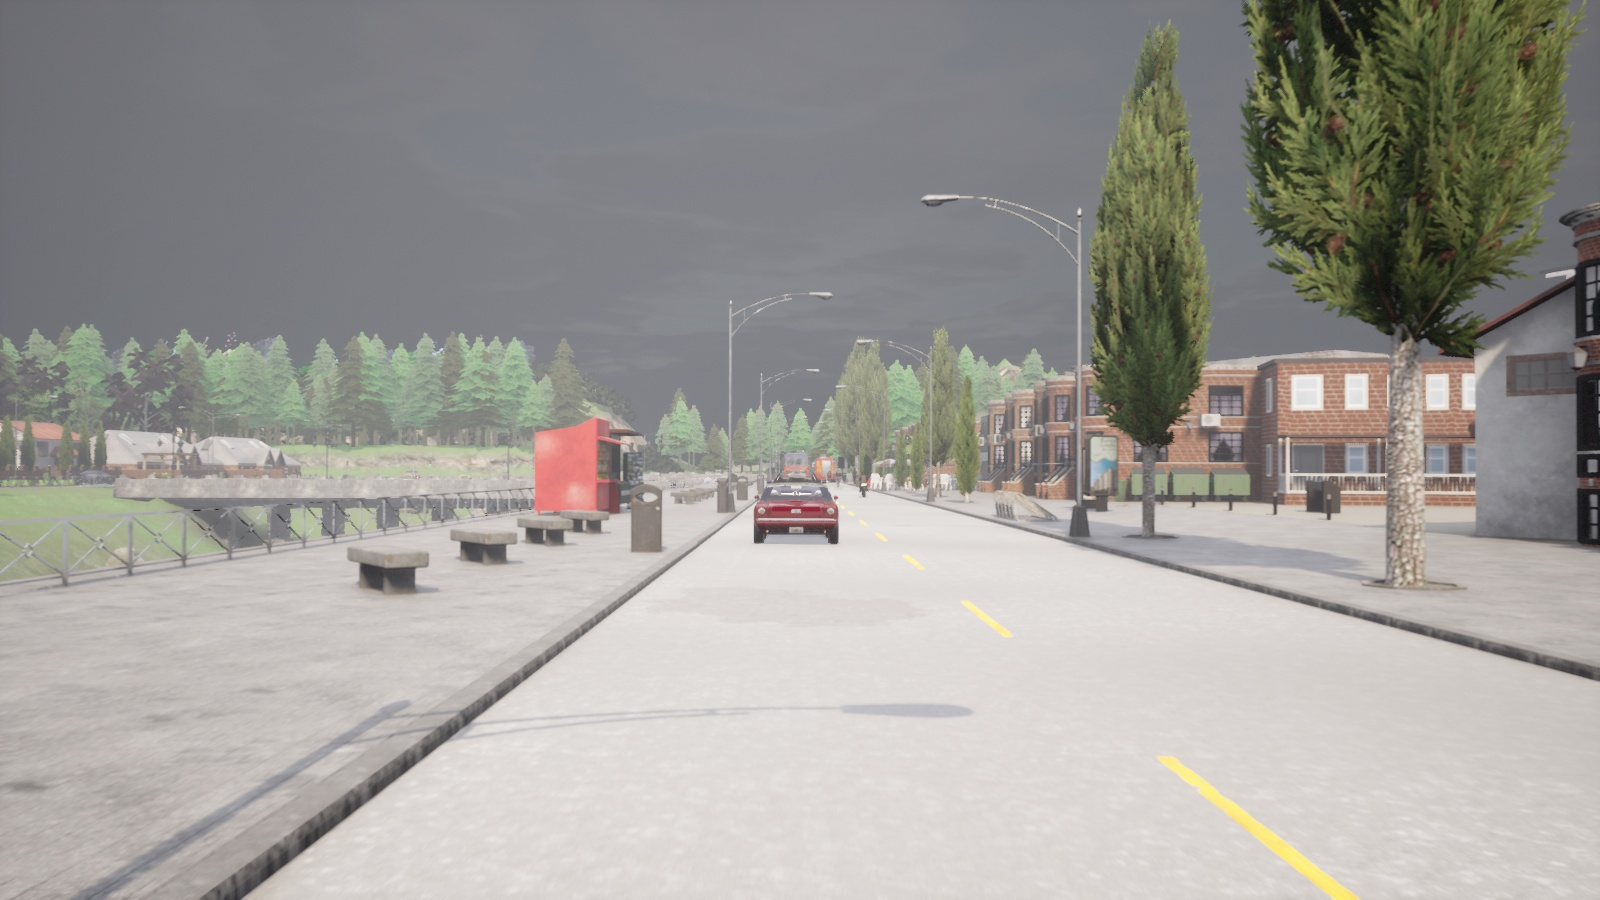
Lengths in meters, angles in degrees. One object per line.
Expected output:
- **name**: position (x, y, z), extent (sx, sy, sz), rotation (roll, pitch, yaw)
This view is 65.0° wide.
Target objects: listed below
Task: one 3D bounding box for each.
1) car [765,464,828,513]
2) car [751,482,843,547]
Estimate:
- **car**: position (-0.119, 1.357, 45.570), extent (2.152, 1.651, 5.027), rotation (0, -1, 0)
- **car**: position (-0.073, 1.391, 28.388), extent (1.895, 1.301, 4.718), rotation (0, -1, 0)
